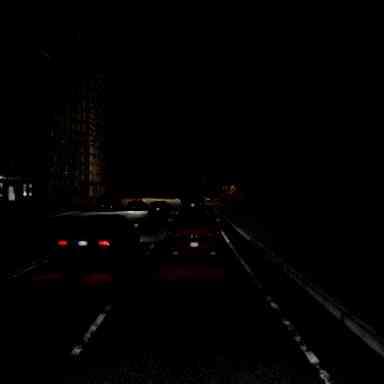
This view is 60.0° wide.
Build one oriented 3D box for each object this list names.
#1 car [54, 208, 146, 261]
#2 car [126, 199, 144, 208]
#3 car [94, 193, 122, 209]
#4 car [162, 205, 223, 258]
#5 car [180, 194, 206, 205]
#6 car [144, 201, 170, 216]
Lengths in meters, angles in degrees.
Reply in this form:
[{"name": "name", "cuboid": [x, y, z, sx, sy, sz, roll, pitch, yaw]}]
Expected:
[{"name": "car", "cuboid": [-3.166, 1.539, 12.187, 2.033, 1.411, 5.357, 0, 0, 0]}, {"name": "car", "cuboid": [-6.600, 1.537, 39.717, 1.994, 1.385, 4.181, 0, 0, 0]}, {"name": "car", "cuboid": [-9.852, 1.196, 39.463, 2.150, 2.045, 5.566, 0, 0, 0]}, {"name": "car", "cuboid": [0.080, 1.469, 12.758, 1.882, 1.535, 5.008, 0, 0, 0]}, {"name": "car", "cuboid": [0.090, 1.200, 31.107, 2.150, 2.045, 5.566, 0, 0, 0]}, {"name": "car", "cuboid": [-3.161, 1.541, 32.794, 1.994, 1.385, 4.181, 0, 0, 0]}]
